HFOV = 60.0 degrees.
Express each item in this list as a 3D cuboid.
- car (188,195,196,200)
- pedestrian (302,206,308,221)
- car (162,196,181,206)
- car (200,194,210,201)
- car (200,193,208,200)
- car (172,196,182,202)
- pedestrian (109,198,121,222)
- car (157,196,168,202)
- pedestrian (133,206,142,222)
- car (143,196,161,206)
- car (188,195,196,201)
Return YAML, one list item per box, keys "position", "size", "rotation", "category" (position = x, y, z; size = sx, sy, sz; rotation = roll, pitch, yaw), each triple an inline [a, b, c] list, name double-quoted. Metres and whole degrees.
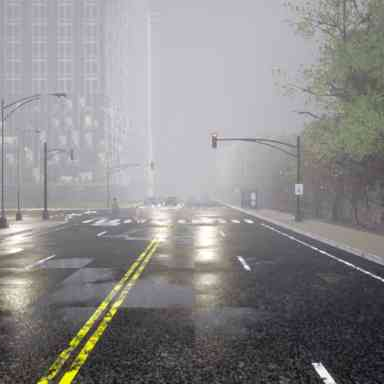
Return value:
- position: [0.051, 1.487, 92.840]
  size: [2.033, 1.411, 5.357]
  rotation: [0, 0, 0]
  category: "car"
- position: [8.046, 1.514, 23.669]
  size: [0.500, 1.100, 0.500]
  rotation: [0, 0, 0]
  category: "pedestrian"
- position: [-3.311, 1.459, 53.797]
  size: [1.882, 1.535, 5.008]
  rotation: [0, 0, 0]
  category: "car"
- position: [3.296, 1.322, 82.777]
  size: [2.097, 1.767, 4.553]
  rotation: [0, 0, 0]
  category: "car"
- position: [3.301, 1.302, 92.808]
  size: [2.097, 1.767, 4.553]
  rotation: [0, 0, 0]
  category: "car"
- position: [-3.211, 1.526, 73.046]
  size: [1.994, 1.385, 4.181]
  rotation: [0, 0, 0]
  category: "car"
- position: [-5.754, 1.288, 24.875]
  size: [0.375, 1.860, 0.375]
  rotation: [0, 0, 0]
  category: "pedestrian"
- position: [-6.460, 1.569, 72.844]
  size: [1.895, 1.301, 4.718]
  rotation: [0, 0, 0]
  category: "car"
- position: [-3.978, 1.566, 24.277]
  size: [0.375, 1.300, 0.375]
  rotation: [0, 0, 0]
  category: "pedestrian"
- position: [-6.557, 1.507, 53.505]
  size: [1.812, 1.442, 4.674]
  rotation: [0, 0, 1]
  category: "car"
- position: [0.046, 1.520, 82.809]
  size: [1.994, 1.385, 4.181]
  rotation: [0, 0, 0]
  category: "car"
